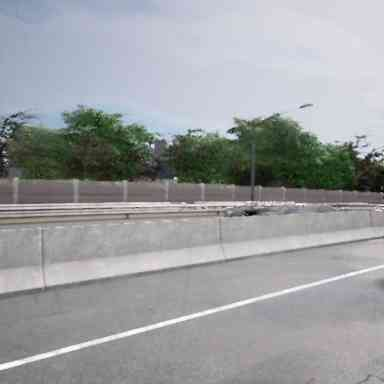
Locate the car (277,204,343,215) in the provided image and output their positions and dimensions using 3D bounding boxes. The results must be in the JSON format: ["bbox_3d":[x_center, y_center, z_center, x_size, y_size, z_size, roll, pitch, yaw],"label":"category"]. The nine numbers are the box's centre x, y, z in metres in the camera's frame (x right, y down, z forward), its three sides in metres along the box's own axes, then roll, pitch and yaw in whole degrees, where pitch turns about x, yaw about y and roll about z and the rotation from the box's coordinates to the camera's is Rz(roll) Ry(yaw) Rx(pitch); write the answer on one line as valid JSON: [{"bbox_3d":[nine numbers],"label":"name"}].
[{"bbox_3d":[8.427,1.612,22.956,5.008,1.535,1.882,1,-1,-36],"label":"car"}]

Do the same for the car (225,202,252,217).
[{"bbox_3d":[5.092,1.643,29.177,4.902,1.511,2.128,1,-1,-36],"label":"car"}]

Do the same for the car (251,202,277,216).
[{"bbox_3d":[7.589,1.704,26.663,5.357,1.411,2.033,1,-1,-36],"label":"car"}]
